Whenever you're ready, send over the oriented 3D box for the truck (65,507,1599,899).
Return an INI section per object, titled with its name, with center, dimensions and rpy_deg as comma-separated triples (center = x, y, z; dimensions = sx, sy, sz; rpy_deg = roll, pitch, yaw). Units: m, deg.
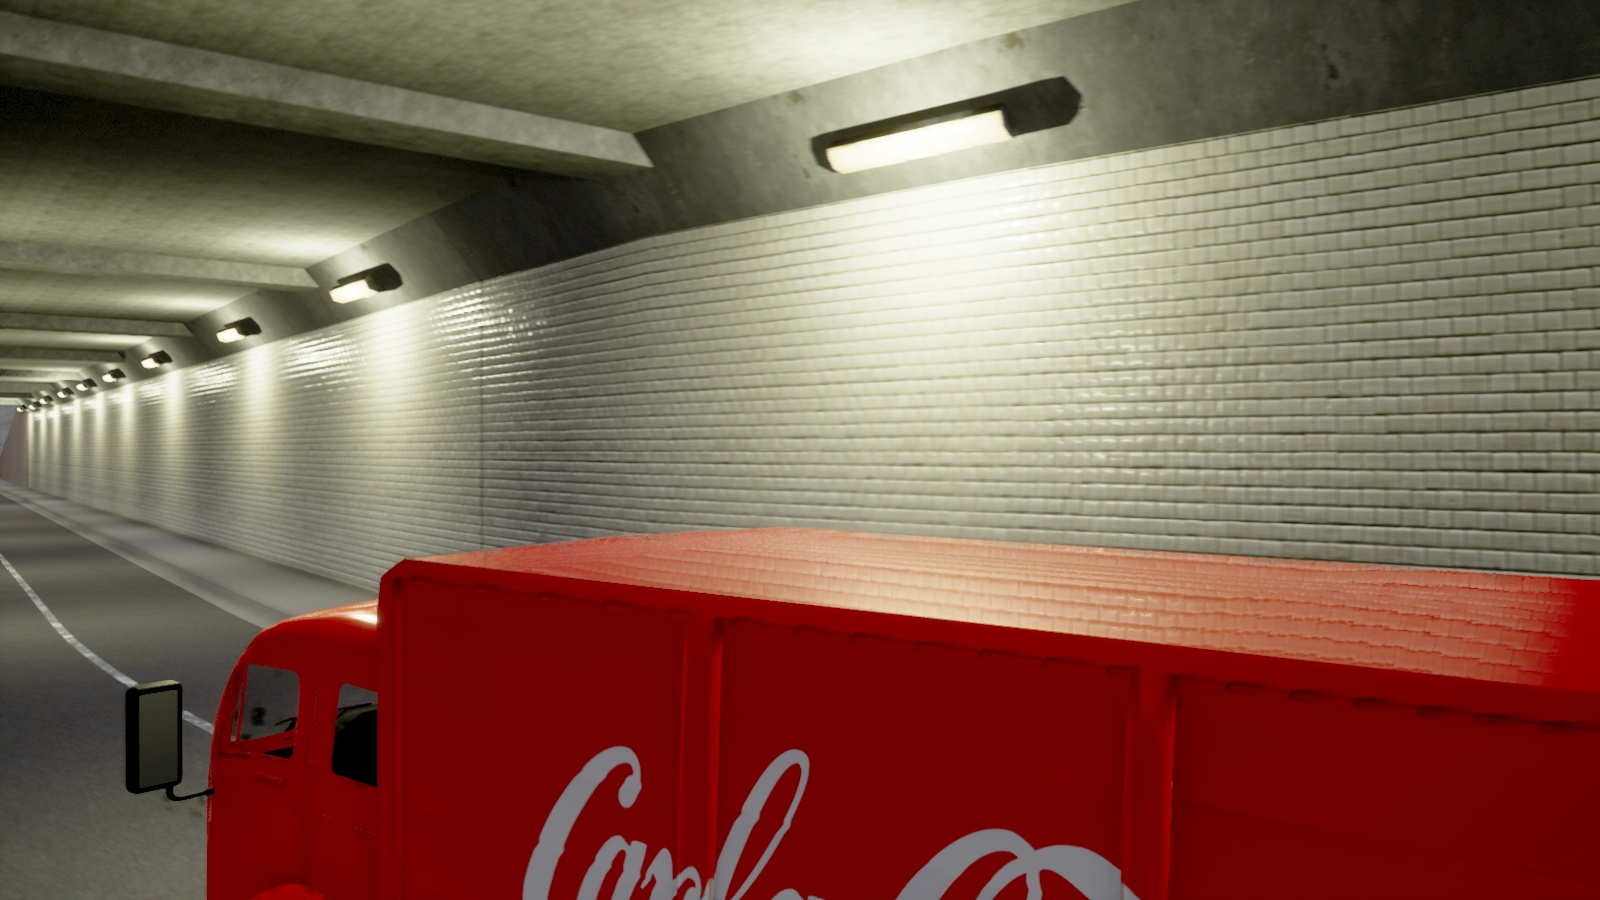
[truck]
center = -0.128, 1.568, 4.068
dimensions = 5.204, 2.467, 2.627
rpy_deg = 0, 0, 38
